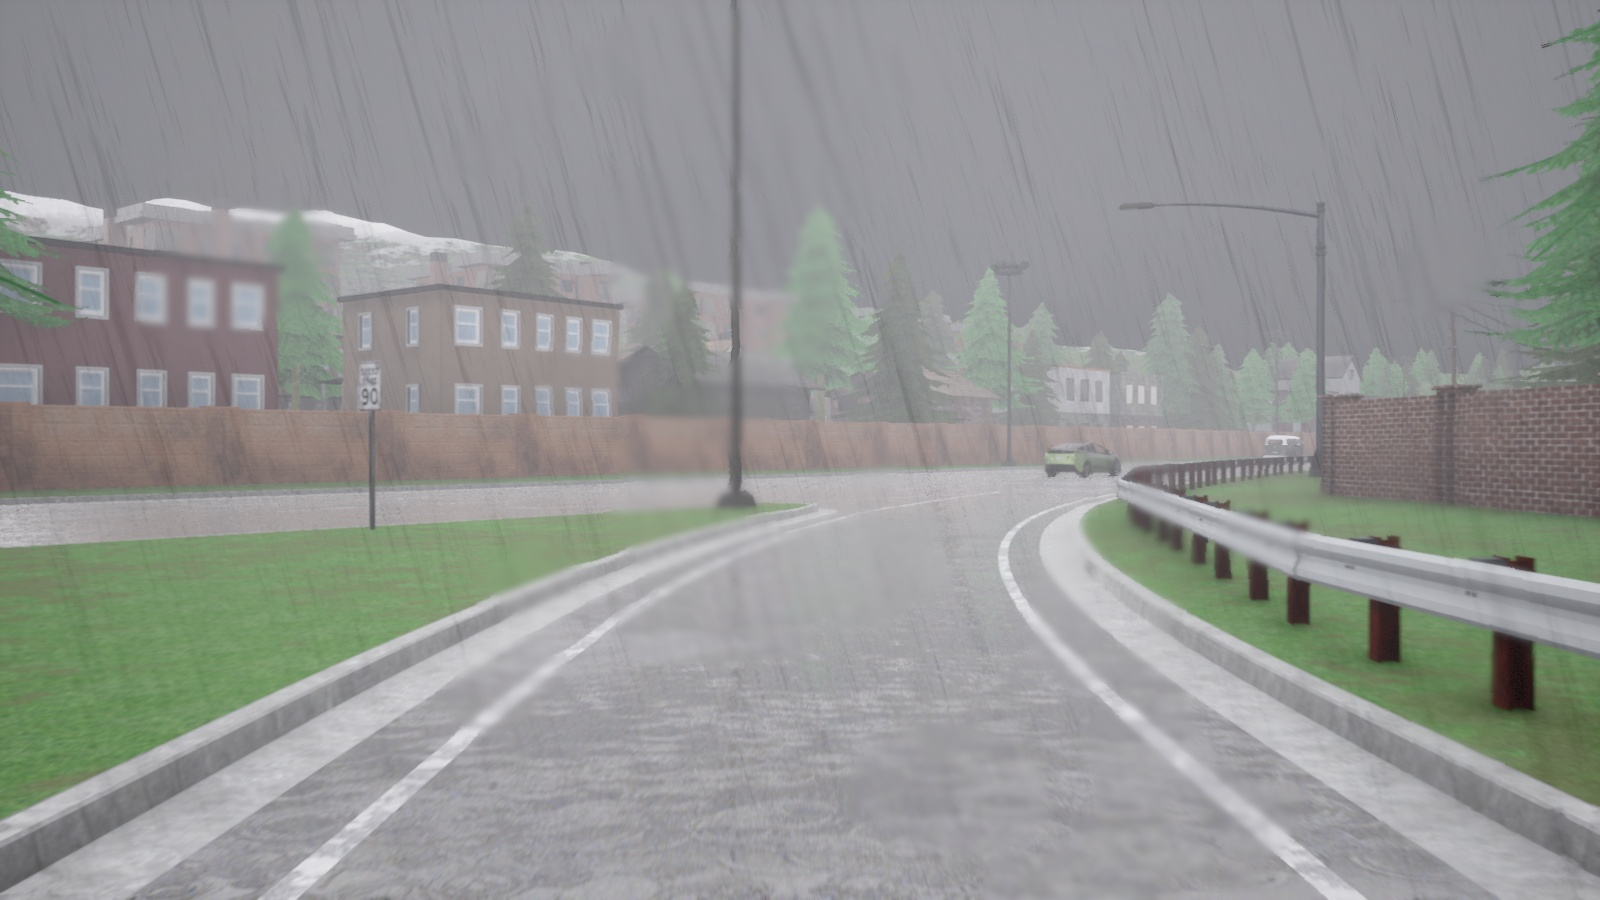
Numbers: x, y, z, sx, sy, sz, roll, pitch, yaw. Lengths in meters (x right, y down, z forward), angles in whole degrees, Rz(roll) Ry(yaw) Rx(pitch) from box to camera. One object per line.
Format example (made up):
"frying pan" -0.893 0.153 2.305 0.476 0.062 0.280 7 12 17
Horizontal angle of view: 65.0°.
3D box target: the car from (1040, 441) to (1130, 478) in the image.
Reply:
"car" 12.364 0.397 54.341 2.007 1.525 4.514 0 0 39
